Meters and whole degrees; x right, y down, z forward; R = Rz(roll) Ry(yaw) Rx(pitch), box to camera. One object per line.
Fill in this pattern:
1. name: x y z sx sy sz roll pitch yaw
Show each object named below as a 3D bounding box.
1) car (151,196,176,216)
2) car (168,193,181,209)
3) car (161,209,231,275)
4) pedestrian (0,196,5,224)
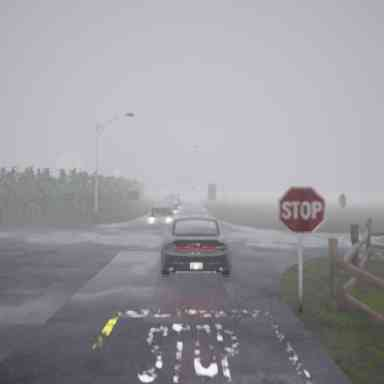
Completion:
1. car: -2.849 1.427 32.487 1.882 1.535 5.008 0 0 0
2. car: -2.842 1.286 42.772 2.097 1.767 4.553 0 0 0
3. car: 0.100 1.493 10.326 1.837 1.490 4.892 0 0 0
4. pedestrian: -12.170 1.103 21.001 0.375 1.860 0.375 0 -1 0
